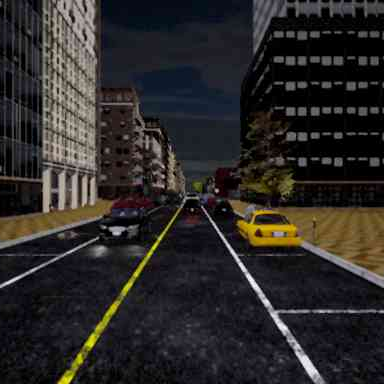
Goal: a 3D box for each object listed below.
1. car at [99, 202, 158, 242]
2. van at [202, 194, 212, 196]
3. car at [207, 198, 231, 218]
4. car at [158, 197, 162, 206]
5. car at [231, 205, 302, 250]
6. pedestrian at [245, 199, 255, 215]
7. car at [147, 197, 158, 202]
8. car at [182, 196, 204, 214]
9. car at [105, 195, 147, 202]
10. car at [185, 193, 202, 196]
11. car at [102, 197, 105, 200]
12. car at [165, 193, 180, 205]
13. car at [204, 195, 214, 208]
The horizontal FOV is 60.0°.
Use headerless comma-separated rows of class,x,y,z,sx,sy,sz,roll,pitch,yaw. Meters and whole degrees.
car,-3.109,1.451,16.199,2.128,1.511,4.902,0,0,0
van,2.631,1.232,52.145,1.690,1.788,3.998,0,0,0
car,2.644,1.497,29.389,1.947,1.339,4.313,0,0,0
car,-5.717,1.457,52.166,1.947,1.339,4.313,0,0,0
car,2.992,1.420,14.021,1.801,1.575,5.366,0,0,0
pedestrian,2.990,1.251,17.018,0.375,1.860,0.375,0,0,0
car,-5.710,1.455,40.789,1.887,1.381,4.507,0,0,0
car,0.038,1.425,33.863,1.837,1.490,4.892,0,0,0
car,-5.702,1.246,29.410,2.192,1.841,5.009,0,0,0
car,-0.025,1.123,46.458,2.150,2.045,5.566,0,0,0
car,-17.508,1.387,72.945,4.206,1.307,1.802,0,0,0
car,-3.106,1.104,54.493,2.150,2.045,5.566,0,0,0
car,2.634,1.482,46.456,1.802,1.307,4.206,0,0,0
